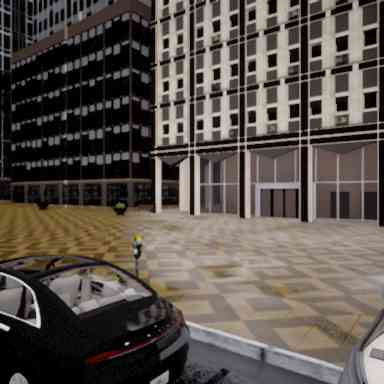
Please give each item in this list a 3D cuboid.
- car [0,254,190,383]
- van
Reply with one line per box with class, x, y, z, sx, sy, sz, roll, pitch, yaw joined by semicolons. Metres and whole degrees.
car;-2.070;1.517;4.382;4.403;1.369;2.008;1;0;36
van;2.546;1.354;1.054;3.998;1.788;1.690;1;0;36
